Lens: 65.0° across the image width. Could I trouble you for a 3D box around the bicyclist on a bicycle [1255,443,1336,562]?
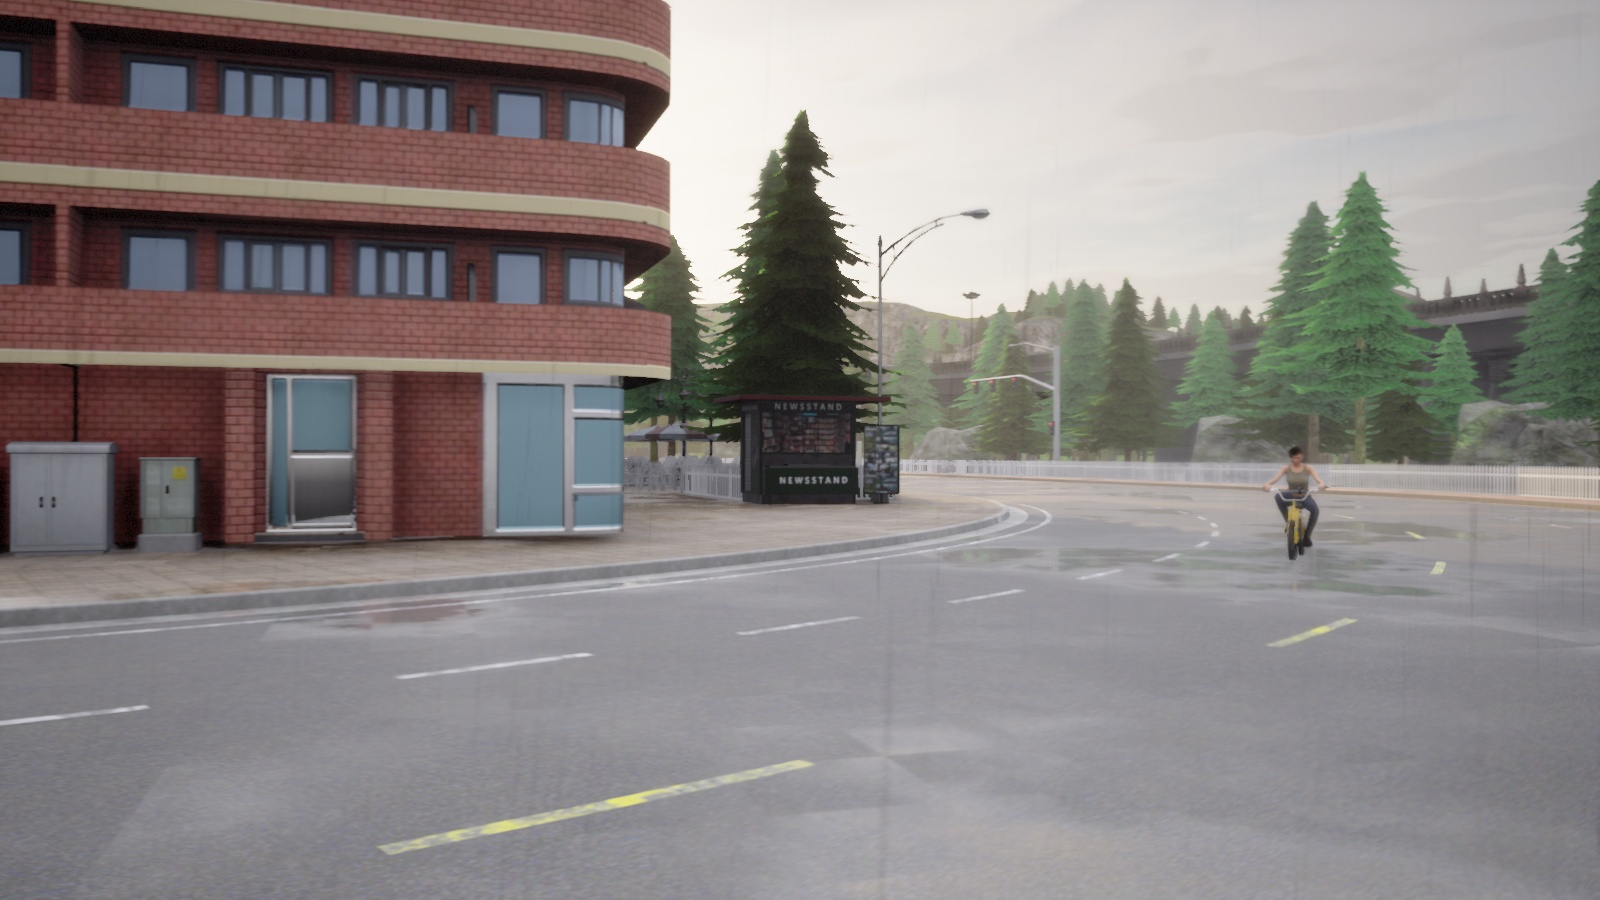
[{"bbox_3d":[7.083,0.722,17.912,0.866,1.612,1.509,-1,-1,29],"label":"bicyclist on a bicycle"}]
